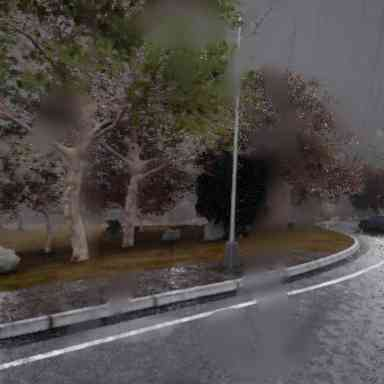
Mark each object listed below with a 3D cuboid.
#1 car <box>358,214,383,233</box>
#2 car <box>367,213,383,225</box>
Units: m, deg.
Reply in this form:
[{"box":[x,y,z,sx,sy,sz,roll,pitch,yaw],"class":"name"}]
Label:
[{"box":[14.362,2.460,24.395,2.033,1.411,5.357,2,-2,-3],"class":"car"},{"box":[23.870,3.353,40.519,4.718,1.301,1.895,3,-2,-24],"class":"car"}]
